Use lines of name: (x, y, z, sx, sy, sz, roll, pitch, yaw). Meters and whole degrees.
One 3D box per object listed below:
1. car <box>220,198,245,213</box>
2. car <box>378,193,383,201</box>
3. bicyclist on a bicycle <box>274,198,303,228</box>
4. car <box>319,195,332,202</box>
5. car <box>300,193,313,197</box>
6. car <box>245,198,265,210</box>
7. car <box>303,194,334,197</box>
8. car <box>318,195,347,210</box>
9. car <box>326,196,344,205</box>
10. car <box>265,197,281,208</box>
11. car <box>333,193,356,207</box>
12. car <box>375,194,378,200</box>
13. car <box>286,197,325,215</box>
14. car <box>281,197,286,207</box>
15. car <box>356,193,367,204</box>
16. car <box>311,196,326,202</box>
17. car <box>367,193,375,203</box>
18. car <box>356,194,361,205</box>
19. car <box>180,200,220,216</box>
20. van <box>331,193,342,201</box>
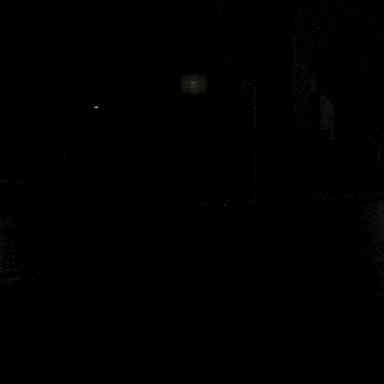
car: (3.766, 1.366, 36.348, 1.967, 1.590, 4.097, 0, 0, 35)
car: (42.875, 1.359, 77.848, 1.802, 1.307, 4.206, -1, 0, 35)
bicyclist on a bicycle: (5.304, 1.177, 18.392, 1.656, 1.620, 0.582, -1, 0, 35)
car: (29.453, 1.427, 73.439, 1.802, 1.307, 4.206, 0, 0, 35)
car: (19.821, 1.415, 59.531, 1.887, 1.381, 4.507, 0, 0, 35)
car: (6.978, 1.494, 40.985, 1.802, 1.307, 4.206, 0, 0, 35)
car: (17.339, 1.336, 45.486, 2.128, 1.511, 4.902, -1, 0, 35)
car: (17.193, 1.377, 40.763, 1.887, 1.381, 4.507, 0, 0, 35)
car: (23.194, 1.354, 53.943, 1.812, 1.442, 4.674, -1, 0, 35)
car: (10.092, 1.426, 45.481, 1.752, 1.417, 4.829, 0, 0, 35)
car: (20.403, 1.137, 45.400, 2.192, 1.841, 5.009, 0, 0, 35)
car: (36.552, 1.303, 68.717, 1.752, 1.417, 4.829, -1, 0, 35)
car: (10.773, 1.424, 31.491, 1.947, 1.339, 4.313, 0, 0, 35)
car: (13.399, 1.455, 50.258, 1.947, 1.339, 4.313, 0, 0, 35)
car: (26.823, 1.118, 54.671, 2.192, 1.841, 5.009, 0, 0, 35)
car: (26.243, 1.418, 68.804, 1.947, 1.339, 4.313, 0, 0, 35)
car: (33.244, 1.100, 63.943, 2.192, 1.841, 5.009, 0, 0, 35)
car: (23.614, 1.378, 50.034, 1.947, 1.339, 4.313, 0, 0, 35)
car: (0.557, 1.524, 31.713, 1.802, 1.307, 4.206, 0, 0, 35)
van: (35.872, 1.186, 82.713, 1.690, 1.788, 3.998, -1, 0, 35)
